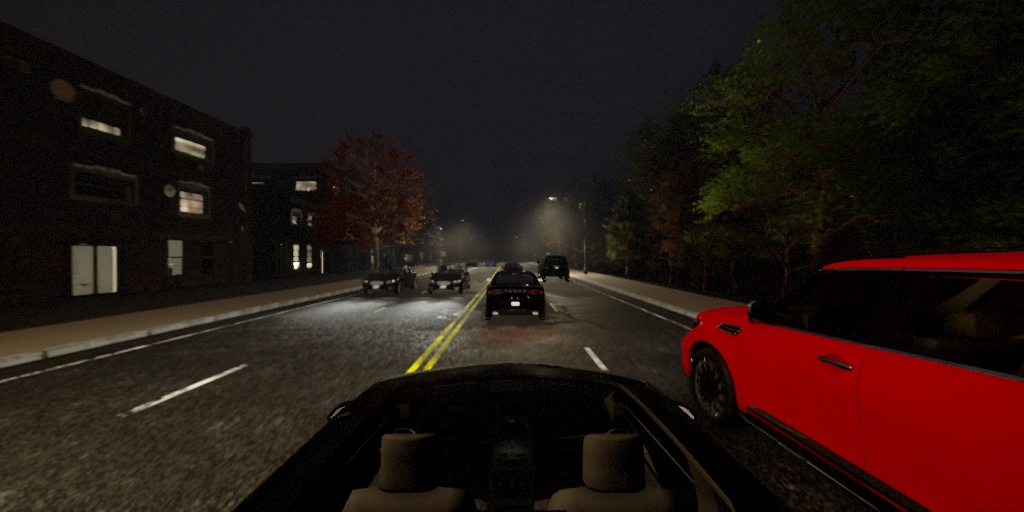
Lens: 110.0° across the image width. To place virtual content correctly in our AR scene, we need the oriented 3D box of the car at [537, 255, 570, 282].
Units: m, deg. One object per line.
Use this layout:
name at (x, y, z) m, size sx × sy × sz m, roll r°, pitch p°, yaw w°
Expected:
car at (3.298, 0.969, 29.367) m, size 2.150 × 2.045 × 5.566 m, roll 0°, pitch 0°, yaw -1°

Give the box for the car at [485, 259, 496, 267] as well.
car at (-3.866, 1.246, 64.938) m, size 1.882 × 1.535 × 5.008 m, roll 0°, pitch 0°, yaw -1°

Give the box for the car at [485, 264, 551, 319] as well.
car at (0.098, 1.227, 12.802) m, size 1.882 × 1.535 × 5.008 m, roll 0°, pitch 0°, yaw 0°

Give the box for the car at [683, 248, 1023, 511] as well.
car at (3.361, 0.972, 2.478) m, size 2.150 × 2.045 × 5.566 m, roll 0°, pitch 0°, yaw 0°

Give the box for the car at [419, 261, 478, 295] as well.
car at (-3.359, 1.240, 19.934) m, size 2.128 × 1.511 × 4.902 m, roll 0°, pitch 0°, yaw 0°

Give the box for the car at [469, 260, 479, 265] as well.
car at (-7.115, 1.379, 64.854) m, size 1.895 × 1.301 × 4.718 m, roll 0°, pitch 0°, yaw -1°

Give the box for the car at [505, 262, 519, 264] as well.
car at (0.025, 1.273, 31.027) m, size 1.812 × 1.442 × 4.674 m, roll 0°, pitch 0°, yaw -1°

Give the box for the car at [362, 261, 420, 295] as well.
car at (-6.609, 1.240, 19.881) m, size 2.128 × 1.511 × 4.902 m, roll 0°, pitch 0°, yaw 0°
